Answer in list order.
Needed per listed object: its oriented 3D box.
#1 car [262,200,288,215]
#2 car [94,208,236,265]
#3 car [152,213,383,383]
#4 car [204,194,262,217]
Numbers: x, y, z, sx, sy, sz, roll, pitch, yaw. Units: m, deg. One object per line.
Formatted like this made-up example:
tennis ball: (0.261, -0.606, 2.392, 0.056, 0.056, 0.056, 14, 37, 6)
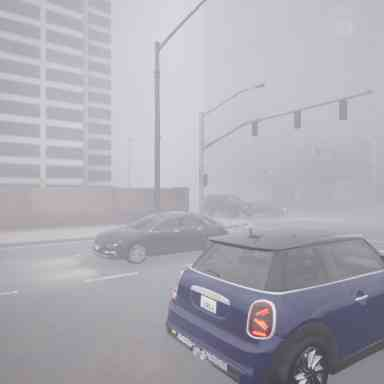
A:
car: (6.954, 1.491, 31.918, 2.128, 1.511, 4.902, 0, 0, -36)
car: (-0.979, 1.505, 11.797, 4.892, 1.490, 1.837, 0, 0, -35)
car: (1.937, 1.352, 5.170, 4.553, 1.767, 2.097, 0, 0, -35)
car: (3.406, 1.219, 30.862, 2.150, 2.045, 5.566, 0, 0, -36)
